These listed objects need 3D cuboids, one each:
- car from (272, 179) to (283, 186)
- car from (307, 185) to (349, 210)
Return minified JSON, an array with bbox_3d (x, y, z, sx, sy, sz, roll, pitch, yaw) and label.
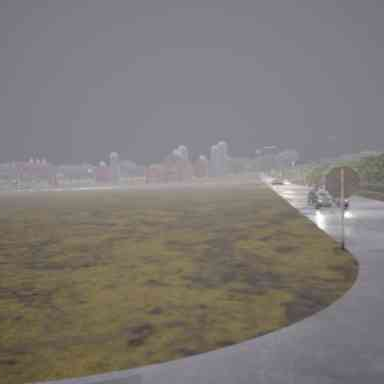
[{"bbox_3d":[17.193,-1.995,67.190,1.994,1.385,4.181,-1,3,11],"label":"car"},{"bbox_3d":[8.485,0.330,21.117,1.812,1.442,4.674,-1,3,11],"label":"car"}]
